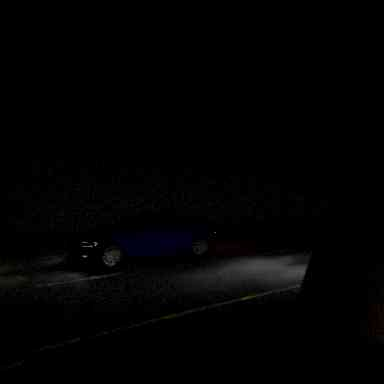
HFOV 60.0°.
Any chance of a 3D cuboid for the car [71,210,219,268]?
[{"bbox_3d":[-1.428,1.410,11.197,5.008,1.535,1.882,-1,0,-32],"label":"car"}]
